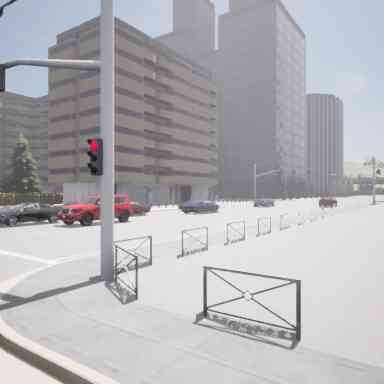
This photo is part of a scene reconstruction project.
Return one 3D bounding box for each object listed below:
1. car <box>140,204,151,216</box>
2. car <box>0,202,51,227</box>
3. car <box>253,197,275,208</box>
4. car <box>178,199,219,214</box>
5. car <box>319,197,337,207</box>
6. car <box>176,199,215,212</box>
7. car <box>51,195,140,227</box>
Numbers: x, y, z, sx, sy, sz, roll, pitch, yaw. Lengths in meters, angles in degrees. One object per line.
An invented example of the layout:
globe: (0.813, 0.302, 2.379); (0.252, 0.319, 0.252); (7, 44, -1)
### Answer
car: (-6.043, 1.601, 30.619); (1.895, 1.301, 4.718); (0, 0, 35)
car: (-11.302, 1.492, 22.987); (2.128, 1.511, 4.902); (0, 0, 35)
car: (10.570, 1.526, 48.421); (1.812, 1.442, 4.674); (0, 0, 35)
car: (0.925, 1.601, 34.563); (1.895, 1.301, 4.718); (0, 0, 35)
car: (20.783, 1.478, 50.716); (1.882, 1.535, 5.008); (0, 0, 35)
car: (0.533, 1.548, 40.161); (2.033, 1.411, 5.357); (0, 0, 34)
car: (-6.640, 1.221, 23.586); (2.150, 2.045, 5.566); (0, 0, 35)
